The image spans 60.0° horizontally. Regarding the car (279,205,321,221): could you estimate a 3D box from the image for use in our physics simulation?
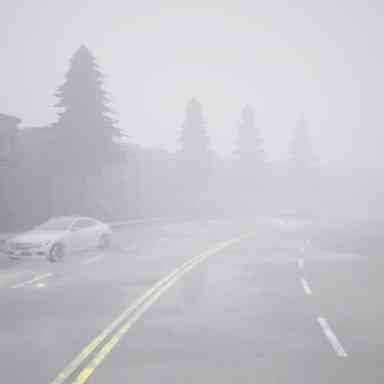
[{"bbox_3d":[10.482,1.967,31.996,5.357,1.411,2.033,1,-1,-44],"label":"car"}]

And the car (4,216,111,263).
[{"bbox_3d":[-4.855,1.671,12.811,1.812,1.442,4.674,0,-1,18],"label":"car"}]
